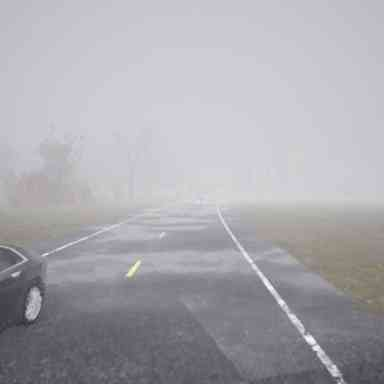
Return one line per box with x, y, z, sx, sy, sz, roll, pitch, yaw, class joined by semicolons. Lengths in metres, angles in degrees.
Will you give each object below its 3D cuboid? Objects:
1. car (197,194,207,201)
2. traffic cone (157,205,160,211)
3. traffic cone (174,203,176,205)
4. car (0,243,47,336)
2.142;1.199;71.418;1.837;1.490;4.892;0;0;6;car
-3.752;1.786;37.112;0.340;0.580;0.340;0;0;3;traffic cone
-2.661;1.723;52.149;0.340;0.580;0.340;0;0;5;traffic cone
-3.556;1.482;4.170;1.837;1.490;4.892;0;0;1;car
